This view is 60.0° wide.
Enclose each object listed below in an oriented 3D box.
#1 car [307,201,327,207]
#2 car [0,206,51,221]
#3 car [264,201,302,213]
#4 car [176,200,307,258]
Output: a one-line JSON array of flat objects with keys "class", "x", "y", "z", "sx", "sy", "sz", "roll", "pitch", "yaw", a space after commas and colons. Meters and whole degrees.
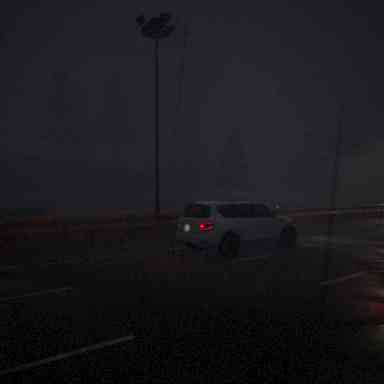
[{"class": "car", "x": 13.979, "y": 1.799, "z": 39.631, "sx": 5.008, "sy": 1.535, "sz": 1.882, "roll": 0, "pitch": -1, "yaw": -35}, {"class": "car", "x": -10.146, "y": 1.621, "z": 18.262, "sx": 4.553, "sy": 1.767, "sz": 2.097, "roll": 0, "pitch": -1, "yaw": -36}, {"class": "car", "x": 11.595, "y": 1.873, "z": 42.238, "sx": 4.892, "sy": 1.490, "sz": 1.837, "roll": 1, "pitch": -1, "yaw": -35}, {"class": "car", "x": 1.985, "y": 1.356, "z": 13.667, "sx": 5.566, "sy": 2.045, "sz": 2.150, "roll": 0, "pitch": -1, "yaw": -36}]
